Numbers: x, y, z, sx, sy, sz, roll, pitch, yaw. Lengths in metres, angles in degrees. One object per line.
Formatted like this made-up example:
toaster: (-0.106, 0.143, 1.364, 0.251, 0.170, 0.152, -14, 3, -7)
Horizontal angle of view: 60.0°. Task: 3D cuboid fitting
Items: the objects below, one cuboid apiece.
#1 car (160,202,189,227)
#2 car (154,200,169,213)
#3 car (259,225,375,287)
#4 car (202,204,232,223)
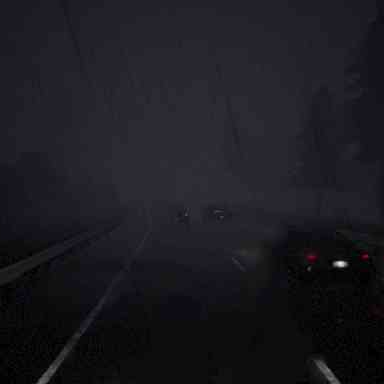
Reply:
car: (-1.282, 1.709, 24.598, 1.812, 1.442, 4.674, 0, 0, -6)
car: (-3.661, 1.815, 41.621, 1.837, 1.490, 4.892, 0, -1, -10)
car: (3.310, 1.632, 9.597, 1.994, 1.385, 4.181, 0, 0, -2)
car: (1.955, 1.691, 27.214, 2.128, 1.511, 4.902, 0, 0, -6)
